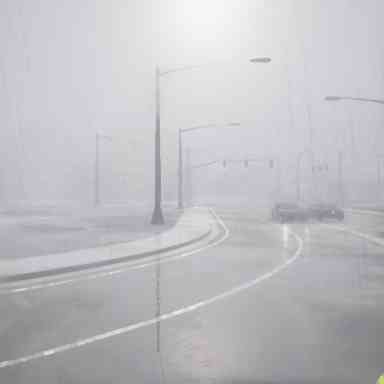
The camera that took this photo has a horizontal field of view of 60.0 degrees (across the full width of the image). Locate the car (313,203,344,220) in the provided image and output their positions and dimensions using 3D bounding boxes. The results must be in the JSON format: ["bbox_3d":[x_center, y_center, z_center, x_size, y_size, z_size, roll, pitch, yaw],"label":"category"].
[{"bbox_3d":[10.966,1.569,27.746,1.994,1.385,4.181,0,0,1],"label":"car"}]

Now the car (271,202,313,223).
[{"bbox_3d":[7.431,1.557,25.809,1.837,1.490,4.892,0,0,1],"label":"car"}]
